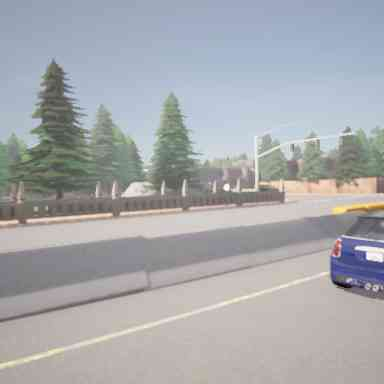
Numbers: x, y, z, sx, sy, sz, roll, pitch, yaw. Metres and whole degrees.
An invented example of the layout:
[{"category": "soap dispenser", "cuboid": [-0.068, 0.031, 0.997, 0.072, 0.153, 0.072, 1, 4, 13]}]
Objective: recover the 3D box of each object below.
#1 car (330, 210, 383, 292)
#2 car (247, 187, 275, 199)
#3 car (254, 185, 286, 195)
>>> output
[{"category": "car", "cuboid": [5.115, 1.140, 7.389, 4.553, 1.767, 2.097, -3, 2, -35]}, {"category": "car", "cuboid": [9.403, 0.375, 49.069, 1.895, 1.301, 4.718, -3, 1, -35]}, {"category": "car", "cuboid": [11.842, -0.134, 51.660, 2.150, 2.045, 5.566, -3, 2, -35]}]
